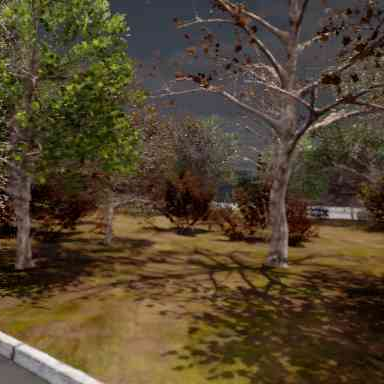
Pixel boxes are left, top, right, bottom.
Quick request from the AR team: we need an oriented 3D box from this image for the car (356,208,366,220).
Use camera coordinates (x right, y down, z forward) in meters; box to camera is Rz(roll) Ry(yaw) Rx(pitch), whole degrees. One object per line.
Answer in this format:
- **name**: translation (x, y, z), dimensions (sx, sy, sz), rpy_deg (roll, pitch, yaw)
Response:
- **car**: translation (19.653, 2.298, 37.026), dimensions (1.946, 1.575, 5.366), rpy_deg (0, 0, 35)

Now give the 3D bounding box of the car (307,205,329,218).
- **car**: translation (15.038, 2.331, 40.117), dimensions (2.163, 1.488, 4.792), rpy_deg (0, 0, 35)

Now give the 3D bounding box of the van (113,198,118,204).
- **van**: translation (-12.047, 2.091, 59.496), dimensions (1.878, 1.987, 4.442), rpy_deg (0, 0, 35)

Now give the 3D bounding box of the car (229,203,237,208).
- **car**: translation (5.978, 2.303, 46.534), dimensions (2.097, 1.535, 5.008), rpy_deg (0, 0, 35)

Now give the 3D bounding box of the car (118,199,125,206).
- **car**: translation (-9.872, 2.344, 57.769), dimensions (2.163, 1.488, 4.792), rpy_deg (0, 0, 35)
